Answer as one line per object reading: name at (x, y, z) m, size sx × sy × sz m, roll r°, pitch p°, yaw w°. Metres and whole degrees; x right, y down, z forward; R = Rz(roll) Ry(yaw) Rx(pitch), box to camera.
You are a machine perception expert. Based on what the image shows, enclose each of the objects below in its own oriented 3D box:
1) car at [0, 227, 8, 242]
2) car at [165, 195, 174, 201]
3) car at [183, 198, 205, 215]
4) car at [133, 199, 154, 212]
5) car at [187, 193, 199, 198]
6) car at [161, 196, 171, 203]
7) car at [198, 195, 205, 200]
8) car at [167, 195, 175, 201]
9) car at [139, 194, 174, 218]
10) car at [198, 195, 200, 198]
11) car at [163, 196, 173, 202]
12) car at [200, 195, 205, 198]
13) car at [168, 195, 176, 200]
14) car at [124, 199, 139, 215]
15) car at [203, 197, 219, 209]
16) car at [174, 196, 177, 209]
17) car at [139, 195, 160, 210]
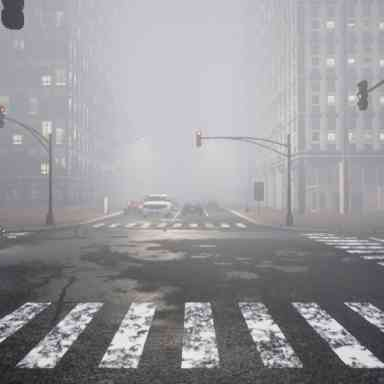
car at (-10.306, 1.523, 12.967) m, size 5.357 × 1.411 × 2.033 m, roll 0°, pitch -1°, yaw -7°
car at (-5.674, 1.578, 83.908) m, size 1.887 × 1.381 × 4.507 m, roll 1°, pitch 0°, yaw 0°
car at (0.065, 1.577, 33.971) m, size 1.994 × 1.385 × 4.181 m, roll 0°, pitch 0°, yaw 0°
car at (-5.676, 1.597, 39.307) m, size 1.802 × 1.307 × 4.206 m, roll 1°, pitch 0°, yaw 0°
car at (0.079, 1.250, 70.837) m, size 2.150 × 2.045 × 5.566 m, roll 0°, pitch 0°, yaw 0°
car at (-5.674, 1.573, 72.758) m, size 1.887 × 1.381 × 4.507 m, roll 1°, pitch 0°, yaw 0°
car at (2.707, 1.584, 95.140) m, size 1.887 × 1.381 × 4.507 m, roll 1°, pitch 0°, yaw 0°
car at (-5.674, 1.587, 89.483) m, size 2.008 × 1.369 × 4.403 m, roll 1°, pitch 0°, yaw 0°
car at (-3.097, 1.233, 30.297) m, size 2.150 × 2.045 × 5.566 m, roll 0°, pitch 0°, yaw 0°
car at (2.705, 1.590, 61.677) m, size 1.947 × 1.339 × 4.313 m, roll 1°, pitch 0°, yaw 0°
car at (-5.674, 1.582, 78.333) m, size 2.008 × 1.369 × 4.403 m, roll 1°, pitch 0°, yaw 0°
car at (2.706, 1.547, 56.269) m, size 1.752 × 1.417 × 4.829 m, roll 1°, pitch 0°, yaw 0°
car at (-5.674, 1.605, 95.059) m, size 1.947 × 1.339 × 4.313 m, roll 1°, pitch 0°, yaw 0°
car at (-5.673, 1.453, 33.732) m, size 1.967 × 1.590 × 4.097 m, roll 1°, pitch 0°, yaw 0°
car at (2.704, 1.599, 44.944) m, size 1.802 × 1.307 × 4.206 m, roll 1°, pitch 0°, yaw 0°
car at (-3.097, 1.541, 40.219) m, size 1.812 × 1.442 × 4.674 m, roll 0°, pitch 0°, yaw 0°
car at (-5.671, 1.332, 44.882) m, size 2.192 × 1.841 × 5.009 m, roll 1°, pitch 0°, yaw 0°
